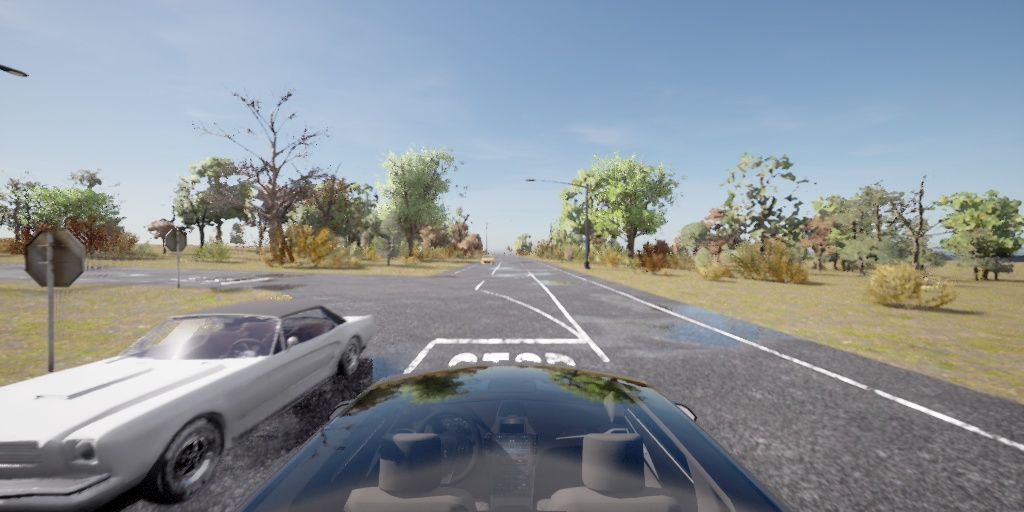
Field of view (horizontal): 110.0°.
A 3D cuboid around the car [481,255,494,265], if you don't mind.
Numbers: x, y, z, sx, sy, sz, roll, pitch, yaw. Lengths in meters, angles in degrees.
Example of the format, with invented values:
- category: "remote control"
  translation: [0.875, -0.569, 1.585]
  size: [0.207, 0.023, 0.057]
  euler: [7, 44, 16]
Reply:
- category: "car"
  translation: [-3.679, 0.599, 54.629]
  size: [1.882, 1.535, 5.008]
  euler: [0, 1, -1]

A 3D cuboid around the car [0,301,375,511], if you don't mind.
- category: "car"
  translation: [-3.499, 1.331, 4.482]
  size: [1.895, 1.301, 4.718]
  euler: [0, 0, 0]
